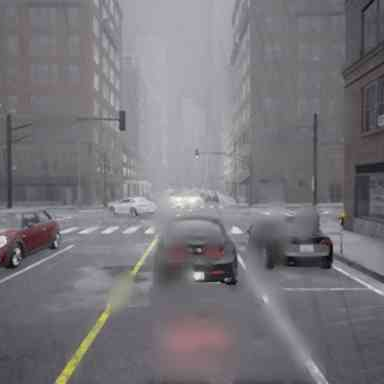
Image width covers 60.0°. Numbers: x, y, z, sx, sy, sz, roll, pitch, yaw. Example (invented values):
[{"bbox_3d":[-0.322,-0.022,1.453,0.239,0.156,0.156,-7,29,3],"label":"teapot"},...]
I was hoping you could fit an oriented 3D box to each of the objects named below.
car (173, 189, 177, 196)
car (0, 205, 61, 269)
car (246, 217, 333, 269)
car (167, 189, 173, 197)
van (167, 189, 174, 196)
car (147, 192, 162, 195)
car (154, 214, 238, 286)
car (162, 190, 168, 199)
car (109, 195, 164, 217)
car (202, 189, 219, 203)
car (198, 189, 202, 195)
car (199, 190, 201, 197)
[{"bbox_3d":[-5.738,0.068,85.241,2.192,1.841,5.009,0,1,0],"label":"car"},{"bbox_3d":[-5.691,1.271,10.288,1.967,1.590,4.097,0,1,0],"label":"car"},{"bbox_3d":[2.835,1.396,10.307,1.947,1.339,4.313,0,1,0],"label":"car"},{"bbox_3d":[-5.735,0.416,74.258,1.752,1.417,4.829,0,1,0],"label":"car"},{"bbox_3d":[-5.739,0.030,90.650,1.690,1.788,3.998,0,1,0],"label":"van"},{"bbox_3d":[-5.730,0.845,47.389,1.802,1.307,4.206,0,1,0],"label":"car"},{"bbox_3d":[0.084,1.358,8.976,1.837,1.490,4.892,0,1,0],"label":"car"},{"bbox_3d":[-5.731,0.658,58.204,2.008,1.369,4.403,0,1,0],"label":"car"},{"bbox_3d":[-4.640,1.152,26.128,4.674,1.442,1.812,0,-1,44],"label":"car"},{"bbox_3d":[2.795,0.703,47.390,1.967,1.590,4.097,0,1,0],"label":"car"},{"bbox_3d":[2.790,0.399,69.024,1.967,1.590,4.097,0,1,0],"label":"car"},{"bbox_3d":[2.794,0.657,58.209,2.008,1.369,4.403,0,1,0],"label":"car"}]
